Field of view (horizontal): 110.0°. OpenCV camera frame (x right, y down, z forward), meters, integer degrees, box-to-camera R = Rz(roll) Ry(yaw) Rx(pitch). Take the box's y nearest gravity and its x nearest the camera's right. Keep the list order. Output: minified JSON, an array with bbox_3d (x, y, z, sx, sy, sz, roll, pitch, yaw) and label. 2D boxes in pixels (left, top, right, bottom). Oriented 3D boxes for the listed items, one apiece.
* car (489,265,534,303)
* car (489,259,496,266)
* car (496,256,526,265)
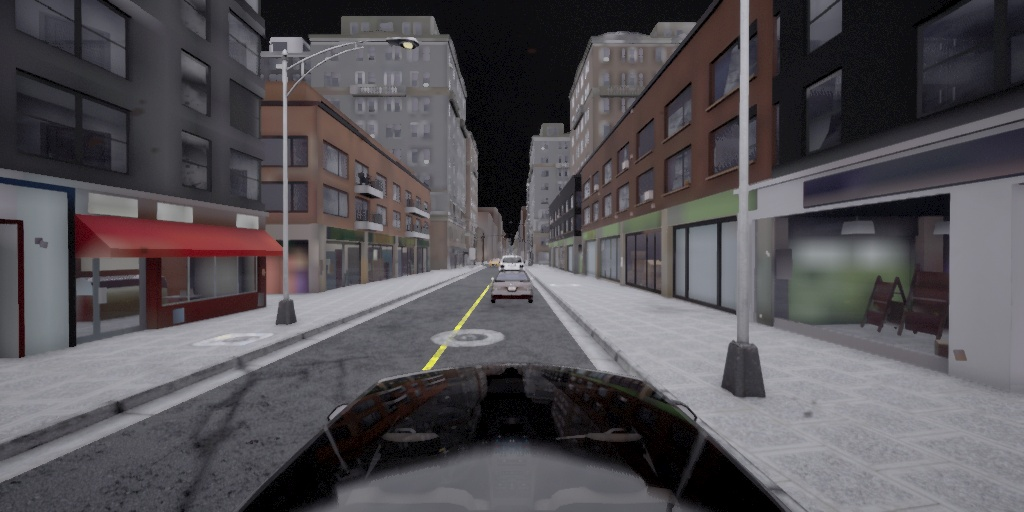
[{"bbox_3d":[0.001,1.311,16.501,2.033,1.411,5.357,0,0,0],"label":"car"},{"bbox_3d":[-2.999,1.228,63.501,1.882,1.535,5.008,0,0,0],"label":"car"},{"bbox_3d":[0.001,1.001,31.531,2.150,2.045,5.566,0,0,0],"label":"car"}]
